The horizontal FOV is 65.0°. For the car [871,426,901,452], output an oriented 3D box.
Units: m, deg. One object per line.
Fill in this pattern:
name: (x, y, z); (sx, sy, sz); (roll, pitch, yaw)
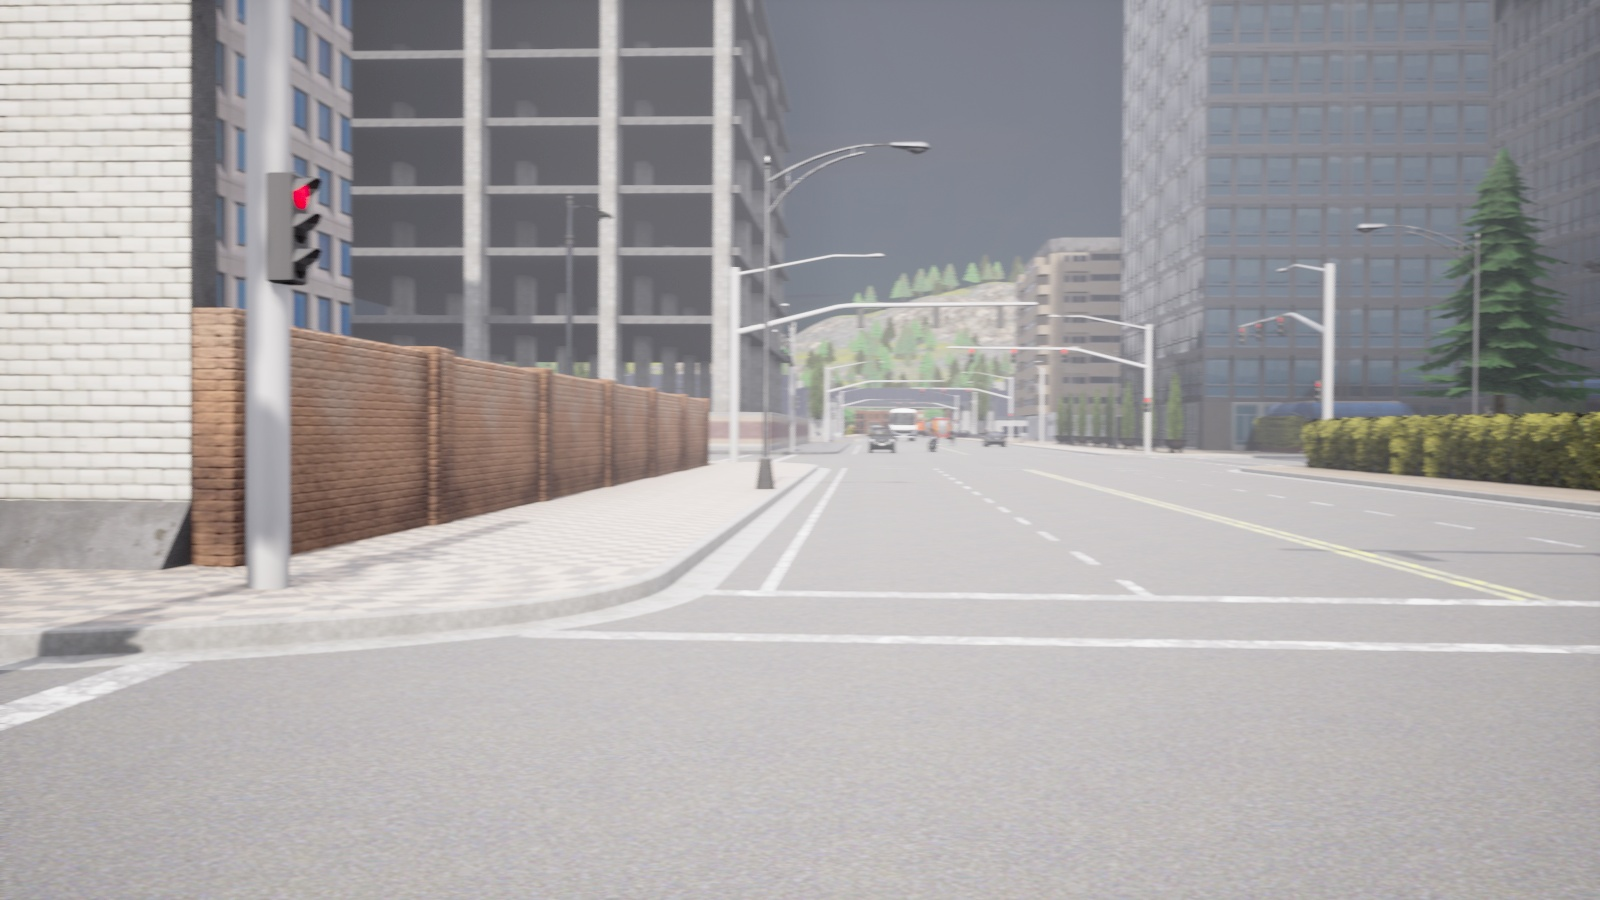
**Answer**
car: (5.527, -0.756, 80.995); (1.851, 1.617, 3.988); (-1, 1, 3)
